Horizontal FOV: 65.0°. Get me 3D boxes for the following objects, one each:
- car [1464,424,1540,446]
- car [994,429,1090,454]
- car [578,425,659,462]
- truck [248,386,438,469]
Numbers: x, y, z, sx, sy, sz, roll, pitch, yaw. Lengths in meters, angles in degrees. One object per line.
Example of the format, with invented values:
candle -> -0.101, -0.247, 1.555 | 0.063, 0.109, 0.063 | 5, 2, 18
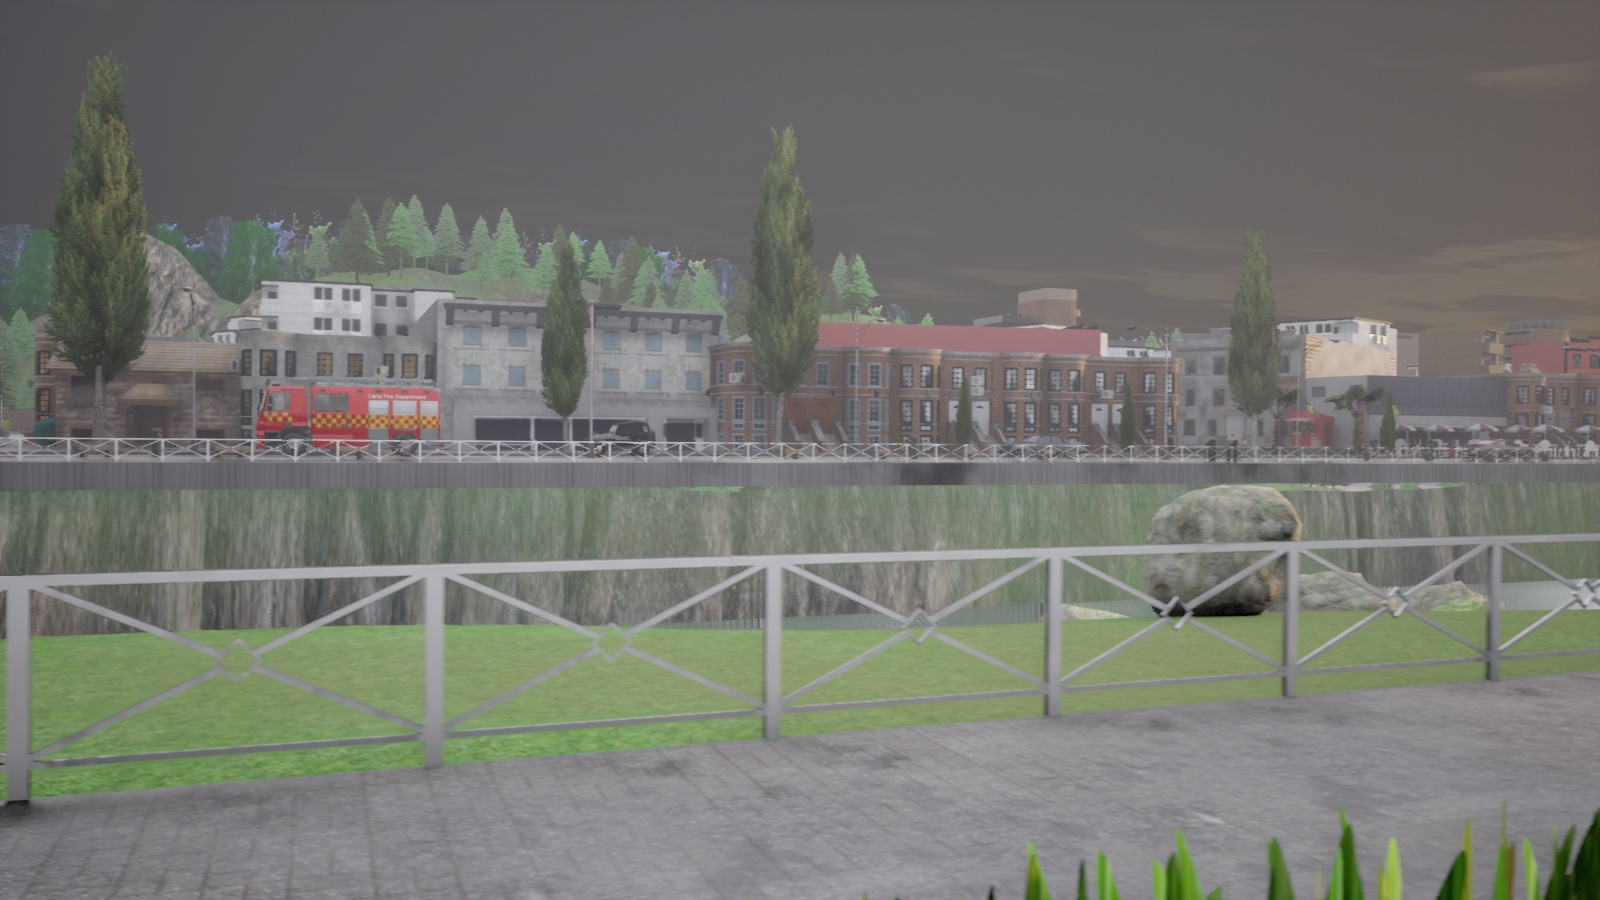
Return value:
car -> 46.456, -1.005, 83.093 | 4.674, 1.442, 1.812 | -1, 1, -21
car -> 14.518, -0.521, 75.236 | 5.357, 1.411, 2.033 | -1, 1, -21
car -> -9.546, -0.373, 66.090 | 3.866, 1.878, 1.905 | -1, 1, -21
truck -> -22.214, -1.123, 61.266 | 8.468, 3.827, 2.891 | -1, 1, -21
